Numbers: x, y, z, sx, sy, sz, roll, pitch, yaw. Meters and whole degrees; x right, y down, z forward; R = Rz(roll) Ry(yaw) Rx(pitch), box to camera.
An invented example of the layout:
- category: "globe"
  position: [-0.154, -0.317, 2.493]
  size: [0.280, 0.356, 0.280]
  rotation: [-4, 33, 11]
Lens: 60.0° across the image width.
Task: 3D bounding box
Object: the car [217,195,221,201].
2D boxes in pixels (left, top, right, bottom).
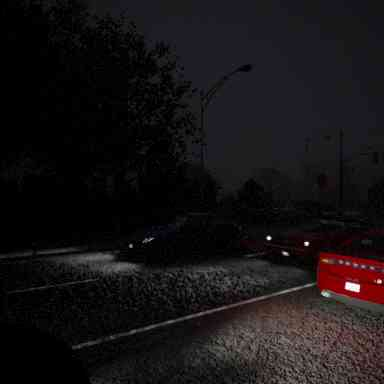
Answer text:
- category: "car"
  position: [3.918, 1.454, 56.637]
  size: [1.812, 1.442, 4.674]
  rotation: [0, 1, -32]

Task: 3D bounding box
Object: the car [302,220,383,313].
- category: "car"
  position: [4.768, 1.478, 7.124]
  size: [5.008, 1.535, 1.882]
  rotation: [0, 0, -35]

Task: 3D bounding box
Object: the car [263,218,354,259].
- category: "car"
  position: [4.704, 1.601, 11.612]
  size: [4.718, 1.301, 1.895]
  rotation: [0, 0, -35]

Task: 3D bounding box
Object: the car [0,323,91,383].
- category: "car"
  position: [-2.985, 1.492, 1.625]
  size: [4.902, 1.511, 2.128]
  rotation: [0, 0, -35]

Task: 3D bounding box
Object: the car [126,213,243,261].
- category: "car"
  position: [-0.139, 1.525, 12.469]
  size: [4.674, 1.442, 1.812]
  rotation: [0, 0, -35]

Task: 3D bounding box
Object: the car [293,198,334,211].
- category: "car"
  position: [14.466, 1.477, 39.825]
  size: [1.882, 1.535, 5.008]
  rotation: [0, 0, -33]

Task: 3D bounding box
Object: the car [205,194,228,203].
- category: "car"
  position: [5.057, 1.302, 68.296]
  size: [2.128, 1.511, 4.902]
  rotation: [0, 1, -33]
